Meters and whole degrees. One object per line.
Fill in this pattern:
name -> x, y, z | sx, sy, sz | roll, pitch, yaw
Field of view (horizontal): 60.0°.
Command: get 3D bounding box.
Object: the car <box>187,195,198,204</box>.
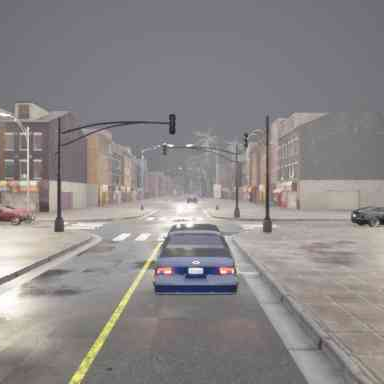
car -> 0.019, 1.409, 66.122 | 2.097, 1.767, 4.553 | 0, 0, 0

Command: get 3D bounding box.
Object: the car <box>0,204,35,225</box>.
car -> -13.576, 1.572, 23.512 | 4.674, 1.442, 1.812 | 0, 0, 0

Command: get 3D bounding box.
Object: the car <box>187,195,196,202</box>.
car -> -0.093, 1.550, 75.782 | 1.882, 1.535, 5.008 | 0, 0, 0

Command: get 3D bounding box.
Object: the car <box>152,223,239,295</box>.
car -> 0.069, 1.549, 8.848 | 2.033, 1.411, 5.357 | 0, 0, 0

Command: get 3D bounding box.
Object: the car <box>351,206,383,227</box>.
car -> 12.324, 1.522, 20.981 | 4.313, 1.339, 1.947 | 0, 0, 0
